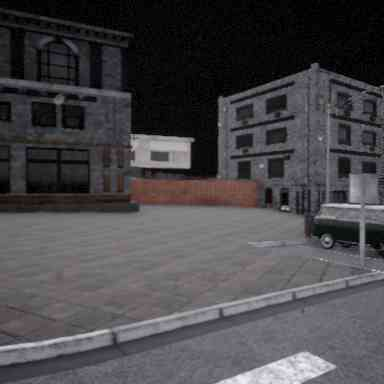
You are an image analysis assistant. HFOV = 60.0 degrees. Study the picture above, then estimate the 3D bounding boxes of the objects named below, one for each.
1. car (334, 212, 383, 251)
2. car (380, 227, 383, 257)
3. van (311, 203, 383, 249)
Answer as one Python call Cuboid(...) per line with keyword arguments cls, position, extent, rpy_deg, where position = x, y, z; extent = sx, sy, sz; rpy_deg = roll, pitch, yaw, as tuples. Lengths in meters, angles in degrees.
Cuboid(cls="car", position=(9.470, 1.886, 15.328), extent=(2.097, 1.535, 5.008), rpy_deg=(3, -1, -34))
Cuboid(cls="car", position=(6.809, 1.541, 7.964), extent=(4.553, 1.767, 2.097), rpy_deg=(2, -1, -34))
Cuboid(cls="van", position=(7.128, 1.522, 13.863), extent=(1.878, 1.987, 4.442), rpy_deg=(3, -1, -34))
